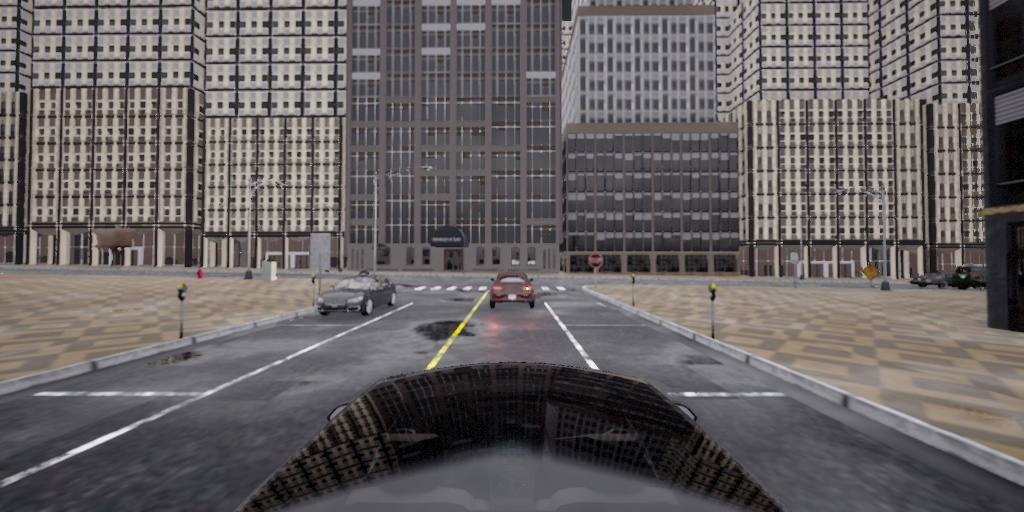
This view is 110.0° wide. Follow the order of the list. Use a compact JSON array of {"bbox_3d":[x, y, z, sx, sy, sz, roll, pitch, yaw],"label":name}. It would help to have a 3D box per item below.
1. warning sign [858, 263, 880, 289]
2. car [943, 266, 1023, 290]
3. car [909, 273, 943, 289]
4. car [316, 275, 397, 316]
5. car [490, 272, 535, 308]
[{"bbox_3d":[26.607,1.475,26.553,1.060,1.860,1.300,0,0,1],"label":"warning sign"},{"bbox_3d":[39.487,1.838,29.251,5.566,2.045,2.150,1,-1,1],"label":"car"},{"bbox_3d":[39.468,2.231,32.495,5.357,1.411,2.033,1,-1,1],"label":"car"},{"bbox_3d":[-5.814,1.414,13.902,2.007,1.370,4.403,0,0,0],"label":"car"},{"bbox_3d":[0.008,1.407,15.868,1.812,1.442,4.674,0,-1,0],"label":"car"}]
